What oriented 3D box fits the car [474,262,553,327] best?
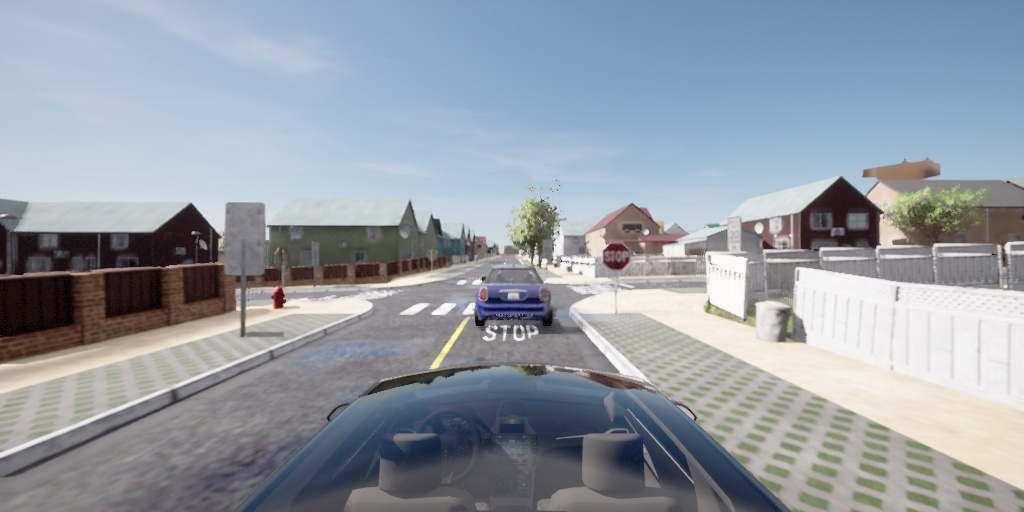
[{"bbox_3d":[0.055,1.027,11.334,2.097,1.767,4.553,0,0,0],"label":"car"}]
